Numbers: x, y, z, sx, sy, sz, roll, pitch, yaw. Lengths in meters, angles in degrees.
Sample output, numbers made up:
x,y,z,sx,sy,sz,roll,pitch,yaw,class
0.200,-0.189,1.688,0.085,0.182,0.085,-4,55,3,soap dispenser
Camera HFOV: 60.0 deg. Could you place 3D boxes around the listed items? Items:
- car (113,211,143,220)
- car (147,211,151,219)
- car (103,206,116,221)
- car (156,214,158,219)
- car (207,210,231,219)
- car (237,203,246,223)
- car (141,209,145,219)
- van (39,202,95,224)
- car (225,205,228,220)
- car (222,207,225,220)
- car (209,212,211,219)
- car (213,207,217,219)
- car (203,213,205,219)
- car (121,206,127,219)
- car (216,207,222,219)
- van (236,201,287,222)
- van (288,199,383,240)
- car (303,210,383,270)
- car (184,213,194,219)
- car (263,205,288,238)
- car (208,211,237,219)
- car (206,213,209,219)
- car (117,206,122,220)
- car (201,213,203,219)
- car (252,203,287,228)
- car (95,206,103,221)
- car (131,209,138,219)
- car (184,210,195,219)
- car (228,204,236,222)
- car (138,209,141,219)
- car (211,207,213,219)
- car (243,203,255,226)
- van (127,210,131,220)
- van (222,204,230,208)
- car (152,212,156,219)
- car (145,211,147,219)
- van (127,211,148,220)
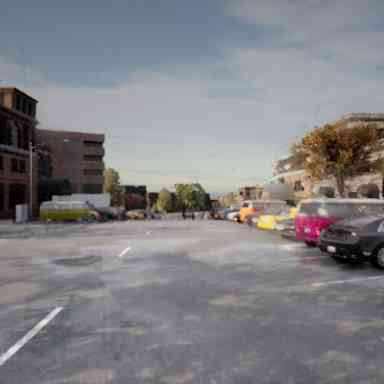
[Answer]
x,y,z,sx,sy,sz,roll,pitch,yaw,class
-12.176,4.407,63.021,5.366,1.575,1.946,1,-5,-21,car
-12.146,4.662,69.058,5.566,2.045,2.435,1,-5,-21,car
-11.591,2.221,36.260,5.566,2.045,2.435,0,-4,-21,car
-12.493,6.271,86.983,5.566,2.045,2.435,1,-5,-21,car
5.667,4.739,69.155,4.553,1.767,2.185,3,-6,-21,car
6.317,1.838,25.262,5.008,1.535,2.097,2,-3,-20,car
-11.778,4.171,60.172,5.366,1.575,1.946,1,-5,-21,car
-11.438,1.887,30.306,4.442,1.987,1.878,1,-3,-20,van
6.234,2.342,34.031,4.674,1.452,2.002,2,-4,-21,car
6.201,2.524,36.964,4.674,1.452,2.002,2,-4,-21,car
5.954,3.693,54.532,4.892,1.521,2.231,2,-5,-21,car
6.019,3.139,48.680,4.553,1.767,2.185,2,-5,-21,car
5.546,5.249,74.997,4.553,1.767,2.185,3,-6,-21,car
-11.689,2.937,45.201,4.553,1.767,2.185,1,-4,-21,car
6.134,2.863,42.824,5.008,1.535,2.097,2,-4,-21,car
6.398,1.752,28.242,4.442,1.987,1.878,2,-3,-20,van
6.493,1.274,13.612,4.442,1.987,1.878,1,-2,-20,van
6.385,1.462,10.646,4.892,1.521,2.231,1,-1,-20,car
-0.699,4.918,68.038,1.895,1.301,4.718,0,-5,-1,car
6.375,1.554,16.491,4.892,1.521,2.231,1,-1,-20,car
5.815,4.379,63.303,5.008,1.535,2.097,3,-5,-21,car
5.941,3.667,57.489,5.566,2.045,2.435,3,-5,-21,car
-11.675,2.898,42.196,4.674,1.452,2.002,1,-4,-21,car
5.504,5.636,77.916,5.008,1.535,2.097,3,-6,-21,car
6.523,1.629,19.484,5.366,1.575,1.946,1,-2,-20,car
-11.609,2.160,33.236,4.553,1.767,2.185,0,-4,-20,car
-11.632,3.488,51.226,5.366,1.575,1.946,1,-5,-21,car
-0.515,3.984,57.990,2.128,1.511,4.902,0,-4,-1,car
6.232,2.158,31.103,4.792,1.488,2.163,2,-3,-20,car
-11.872,3.969,57.135,4.792,1.488,2.163,1,-5,-21,car
5.999,3.478,51.602,4.892,1.521,2.231,2,-5,-21,car
6.338,1.723,22.337,4.892,1.521,2.231,2,-2,-20,car
-11.655,3.047,48.233,4.442,1.987,1.878,1,-5,-21,van
6.274,2.449,39.953,4.442,1.987,1.878,2,-4,-21,van
-12.401,5.727,80.989,5.566,2.045,2.435,1,-5,-21,car
-12.234,4.654,66.002,5.366,1.575,1.946,1,-5,-21,car
-12.353,5.211,74.988,4.442,1.987,1.878,1,-5,-21,van
